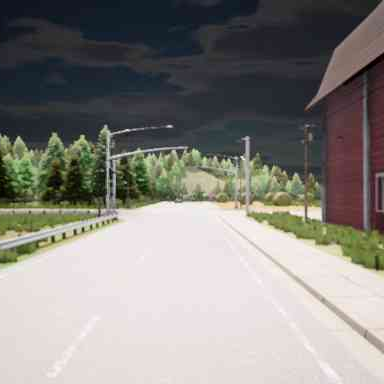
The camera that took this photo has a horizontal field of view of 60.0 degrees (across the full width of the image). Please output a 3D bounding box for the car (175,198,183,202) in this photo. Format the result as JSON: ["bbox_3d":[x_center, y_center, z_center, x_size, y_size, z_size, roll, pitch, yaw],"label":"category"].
[{"bbox_3d":[-3.533,2.347,89.944,1.837,1.490,4.892,0,-1,0],"label":"car"}]
